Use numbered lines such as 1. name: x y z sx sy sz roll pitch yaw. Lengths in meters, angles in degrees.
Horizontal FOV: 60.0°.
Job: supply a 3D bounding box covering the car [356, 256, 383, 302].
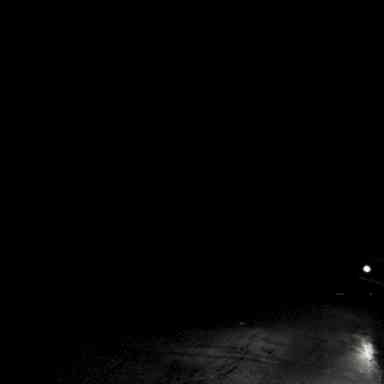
1. car: 5.485 1.504 6.678 4.718 1.301 1.895 -1 1 -30
